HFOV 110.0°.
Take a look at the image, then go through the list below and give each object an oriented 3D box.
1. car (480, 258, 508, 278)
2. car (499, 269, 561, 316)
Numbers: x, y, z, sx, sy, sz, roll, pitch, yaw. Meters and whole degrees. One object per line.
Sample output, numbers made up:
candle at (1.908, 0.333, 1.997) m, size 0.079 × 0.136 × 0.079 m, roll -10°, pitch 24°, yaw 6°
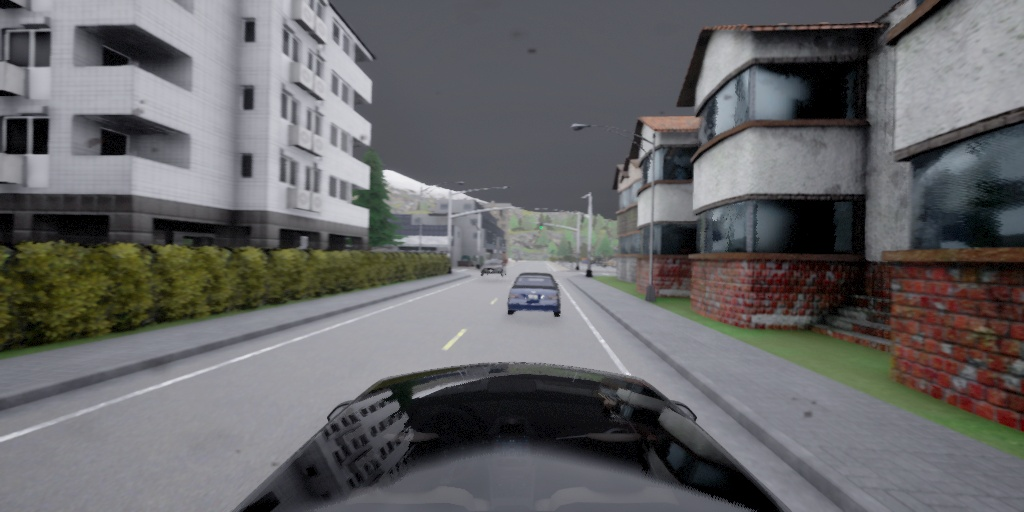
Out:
car at (-1.427, 0.893, 29.937) m, size 1.837 × 1.490 × 4.892 m, roll 1°, pitch 0°, yaw 4°
car at (0.873, 1.325, 13.638) m, size 2.033 × 1.411 × 5.357 m, roll 1°, pitch 0°, yaw 5°
